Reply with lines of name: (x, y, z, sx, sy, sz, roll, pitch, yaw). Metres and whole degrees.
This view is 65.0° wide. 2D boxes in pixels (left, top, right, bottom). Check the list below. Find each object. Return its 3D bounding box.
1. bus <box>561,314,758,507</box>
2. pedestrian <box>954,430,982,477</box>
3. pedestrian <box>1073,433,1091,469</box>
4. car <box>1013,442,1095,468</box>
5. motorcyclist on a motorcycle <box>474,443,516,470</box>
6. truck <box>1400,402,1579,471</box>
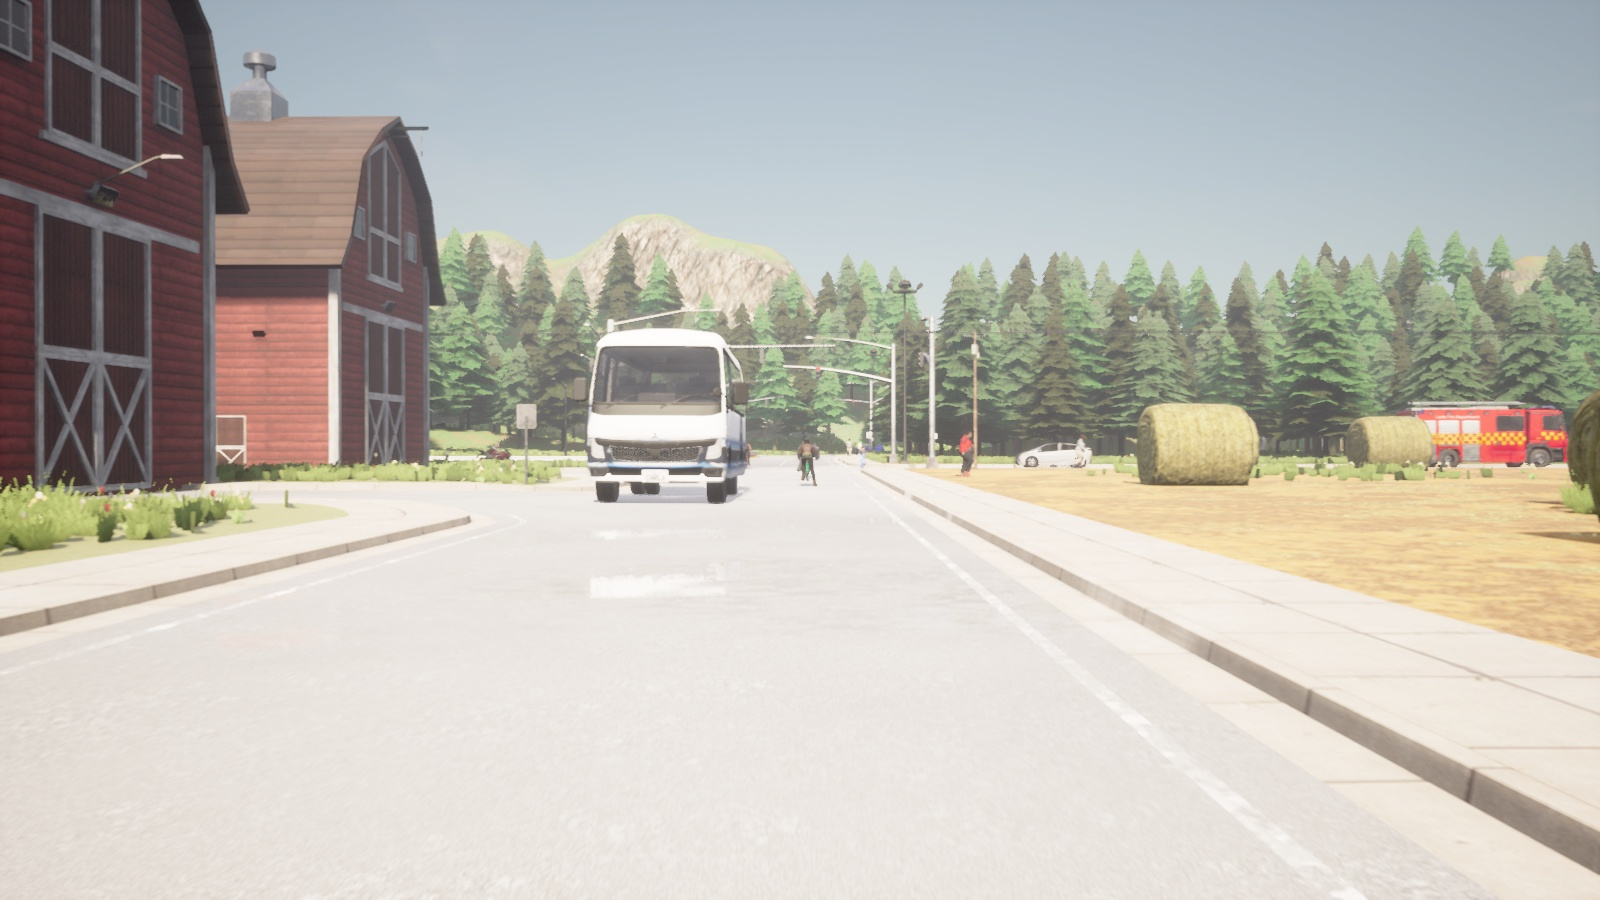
bus: (-3.304, -0.853, 33.026, 3.944, 4.253, 10.273, 0, 0, 0)
pedestrian: (6.627, 0.129, 49.579, 0.899, 1.844, 0.634, 0, 0, 31)
pedestrian: (14.895, 0.050, 66.356, 0.900, 1.855, 0.874, 0, 0, 10)
car: (15.150, 0.310, 74.996, 4.514, 1.525, 2.007, 0, 0, 1)
motorcyclist on a motorcycle: (-17.533, 0.387, 72.263, 2.191, 1.530, 0.866, 0, 0, 1)
truck: (38.826, -0.760, 70.933, 8.468, 3.827, 2.891, 0, 0, 1)
